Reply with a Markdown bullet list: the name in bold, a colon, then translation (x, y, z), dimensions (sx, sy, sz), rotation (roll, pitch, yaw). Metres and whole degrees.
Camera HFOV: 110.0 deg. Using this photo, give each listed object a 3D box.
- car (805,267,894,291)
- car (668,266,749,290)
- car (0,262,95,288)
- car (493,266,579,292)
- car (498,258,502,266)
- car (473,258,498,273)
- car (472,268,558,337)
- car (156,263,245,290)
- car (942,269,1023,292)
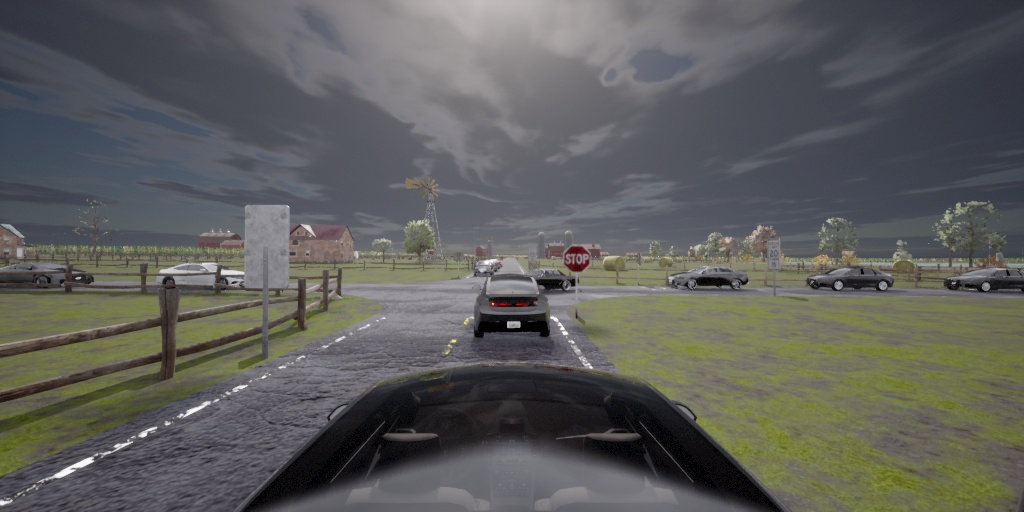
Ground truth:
- **car**: translation (22.212, 1.499, 23.692), dimensions (4.892, 1.490, 1.837), rotation (1, -1, -1)
- **car**: translation (12.811, 1.397, 23.527), dimensions (4.902, 1.511, 2.128), rotation (1, -1, -2)
- **car**: translation (-26.353, 1.048, 20.110), dimensions (4.181, 1.385, 1.994), rotation (1, -1, -1)
- **car**: translation (1.510, 1.369, 20.305), dimensions (4.718, 1.301, 1.895), rotation (1, 0, -35)
- **car**: translation (-2.826, 1.241, 46.394), dimensions (2.128, 1.511, 4.902), rotation (0, 0, 0)
- **car**: translation (-2.838, 1.243, 36.948), dimensions (2.128, 1.511, 4.902), rotation (0, 0, 0)
- **car**: translation (-0.069, 1.256, 10.260), dimensions (1.837, 1.490, 4.892), rotation (0, 0, -3)
- **car**: translation (-17.233, 1.103, 20.227), dimensions (4.674, 1.442, 1.812), rotation (1, -1, -1)
- **car**: translation (31.715, 1.587, 23.807), dimensions (4.892, 1.490, 1.837), rotation (1, -1, -1)
